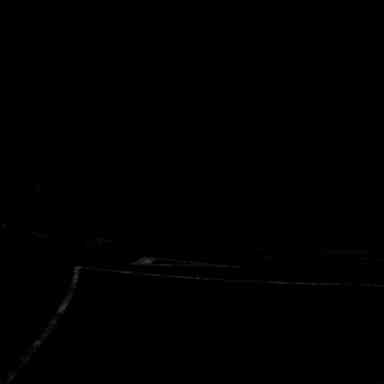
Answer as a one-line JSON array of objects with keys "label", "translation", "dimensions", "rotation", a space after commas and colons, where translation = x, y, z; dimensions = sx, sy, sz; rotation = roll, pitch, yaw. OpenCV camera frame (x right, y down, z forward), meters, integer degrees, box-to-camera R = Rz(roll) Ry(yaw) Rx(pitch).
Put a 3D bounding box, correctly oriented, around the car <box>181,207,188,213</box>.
[{"label": "car", "translation": [-1.472, 4.956, 93.412], "dimensions": [2.435, 2.045, 5.566], "rotation": [0, -2, 23]}]
